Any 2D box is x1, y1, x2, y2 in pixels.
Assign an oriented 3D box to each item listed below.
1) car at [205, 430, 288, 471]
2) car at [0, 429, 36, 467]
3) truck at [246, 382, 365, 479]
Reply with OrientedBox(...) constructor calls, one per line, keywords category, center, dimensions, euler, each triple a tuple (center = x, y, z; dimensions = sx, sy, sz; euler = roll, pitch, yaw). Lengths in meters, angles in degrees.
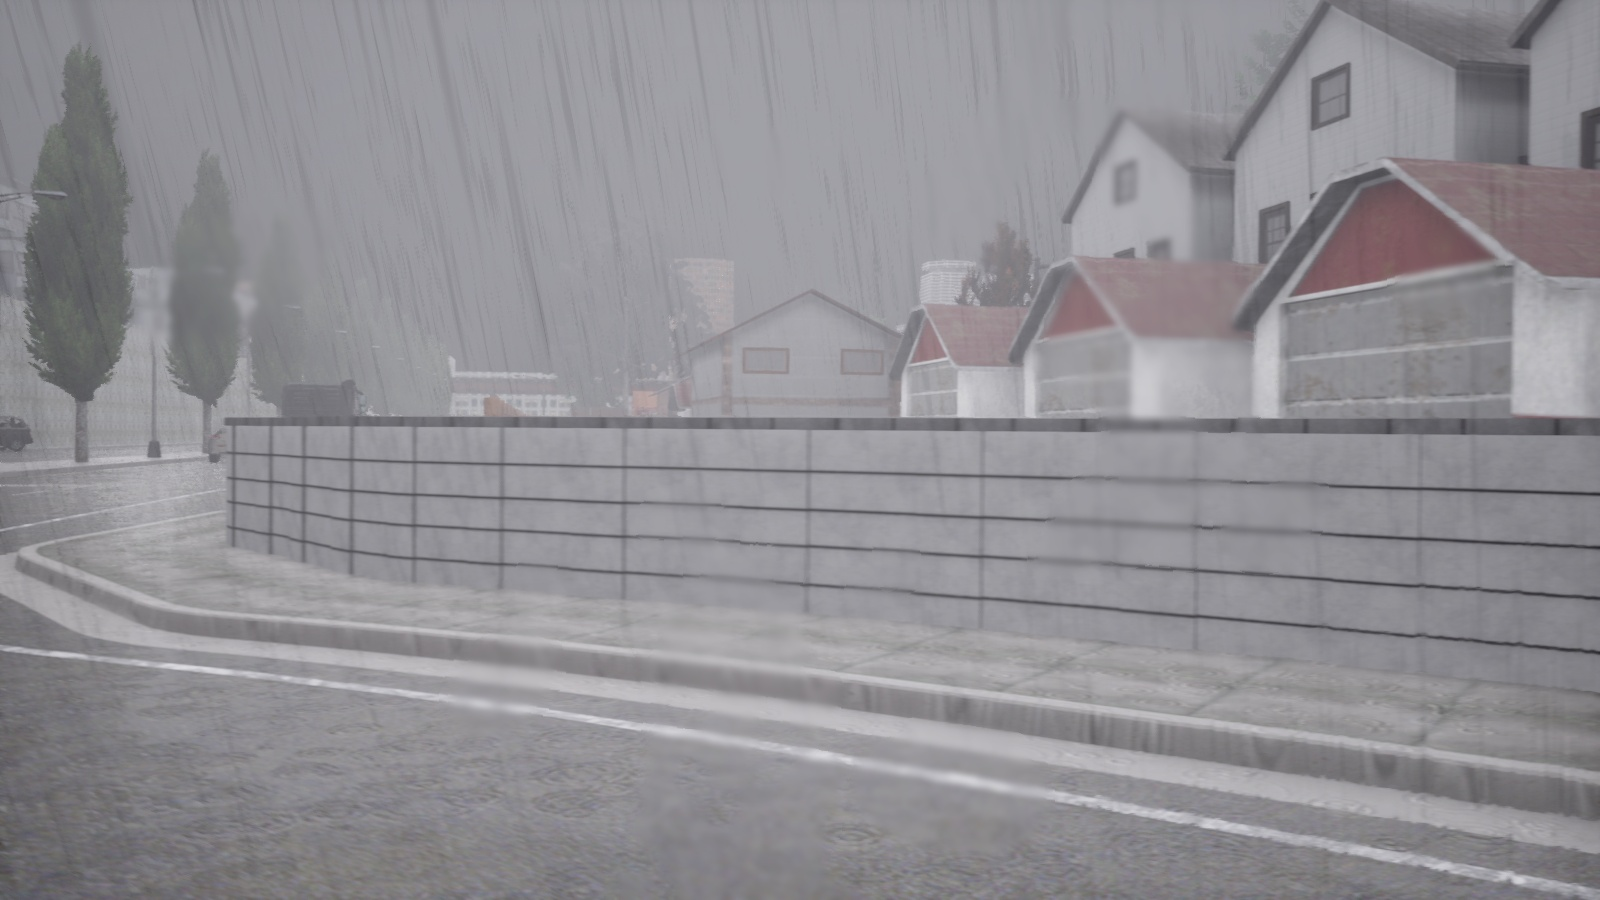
OrientedBox(category="car", center=(-23.618, -0.030, 53.777), dimensions=(2.152, 1.651, 5.027), euler=(-1, 1, -11))
OrientedBox(category="car", center=(-41.064, -0.127, 62.676), dimensions=(1.932, 1.855, 4.605), euler=(2, 2, 37))
OrientedBox(category="truck", center=(-19.149, -0.767, 49.127), dimensions=(2.891, 3.462, 7.936), euler=(-1, 1, -11))
